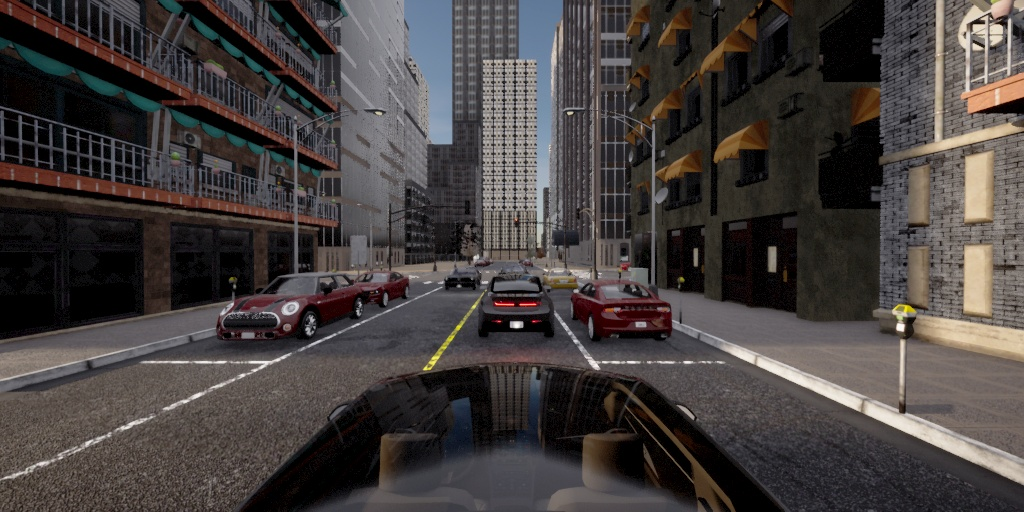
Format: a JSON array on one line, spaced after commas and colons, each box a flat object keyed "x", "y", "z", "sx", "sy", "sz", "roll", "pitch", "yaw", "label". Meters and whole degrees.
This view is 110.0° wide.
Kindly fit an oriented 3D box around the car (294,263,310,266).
[{"x": -23.806, "y": 1.494, "z": 39.590, "sx": 4.097, "sy": 1.591, "sz": 1.967, "roll": 0, "pitch": 0, "yaw": 0, "label": "car"}]

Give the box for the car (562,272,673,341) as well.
[{"x": 2.696, "y": 1.294, "z": 9.702, "sx": 1.888, "sy": 1.381, "sz": 4.507, "roll": 0, "pitch": 0, "yaw": 0, "label": "car"}]

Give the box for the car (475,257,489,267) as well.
[{"x": -5.644, "y": 1.291, "z": 64.282, "sx": 1.888, "sy": 1.381, "sz": 4.507, "roll": 0, "pitch": 0, "yaw": 0, "label": "car"}]

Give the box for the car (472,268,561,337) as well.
[{"x": 0.106, "y": 1.253, "z": 10.253, "sx": 1.837, "sy": 1.490, "sz": 4.892, "roll": 0, "pitch": 0, "yaw": 0, "label": "car"}]

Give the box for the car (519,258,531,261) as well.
[{"x": 2.736, "y": 1.185, "z": 64.275, "sx": 1.967, "sy": 1.591, "sz": 4.097, "roll": 0, "pitch": 0, "yaw": 0, "label": "car"}]

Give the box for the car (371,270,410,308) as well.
[{"x": -5.682, "y": 1.293, "z": 15.246, "sx": 1.888, "sy": 1.381, "sz": 4.507, "roll": 0, "pitch": 0, "yaw": 0, "label": "car"}]

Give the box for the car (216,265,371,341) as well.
[{"x": -5.686, "y": 1.188, "z": 9.722, "sx": 1.967, "sy": 1.591, "sz": 4.097, "roll": 0, "pitch": 0, "yaw": 0, "label": "car"}]

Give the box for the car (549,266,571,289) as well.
[{"x": 2.704, "y": 1.272, "z": 20.919, "sx": 1.751, "sy": 1.417, "sz": 4.829, "roll": 0, "pitch": 0, "yaw": 0, "label": "car"}]

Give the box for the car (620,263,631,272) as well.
[{"x": 14.291, "y": 1.005, "z": 39.882, "sx": 4.507, "sy": 1.381, "sz": 1.888, "roll": 0, "pitch": 0, "yaw": 0, "label": "car"}]

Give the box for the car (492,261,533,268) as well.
[{"x": 0.113, "y": 1.239, "z": 20.386, "sx": 2.128, "sy": 1.511, "sz": 4.902, "roll": 0, "pitch": 0, "yaw": 0, "label": "car"}]

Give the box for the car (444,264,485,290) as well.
[{"x": -2.984, "y": 1.378, "z": 22.459, "sx": 1.895, "sy": 1.301, "sz": 4.718, "roll": 0, "pitch": 0, "yaw": 0, "label": "car"}]
